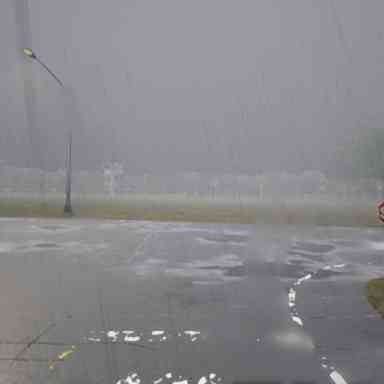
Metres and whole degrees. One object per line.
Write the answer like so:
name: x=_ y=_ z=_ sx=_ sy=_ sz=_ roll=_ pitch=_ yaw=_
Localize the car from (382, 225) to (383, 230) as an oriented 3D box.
car: x=15.234 y=2.044 z=21.814 sx=5.008 sy=1.535 sz=1.882 roll=1 pitch=1 yaw=0
